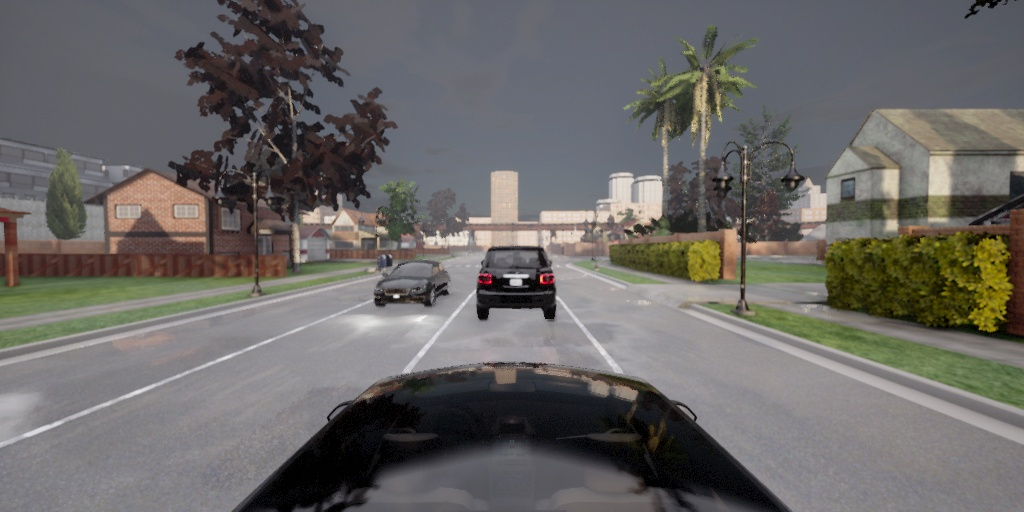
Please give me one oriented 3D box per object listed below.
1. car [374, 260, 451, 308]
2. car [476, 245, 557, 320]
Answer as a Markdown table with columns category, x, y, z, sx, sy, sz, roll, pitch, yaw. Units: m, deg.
| category | x | y | z | sx | sy | sz | roll | pitch | yaw |
| --- | --- | --- | --- | --- | --- | --- | --- | --- | --- |
| car | -3.495 | 0.929 | 13.343 | 1.837 | 1.490 | 4.892 | 0 | 1 | 1 |
| car | 0.151 | 0.690 | 11.491 | 2.150 | 2.045 | 5.566 | 0 | 1 | 1 |
